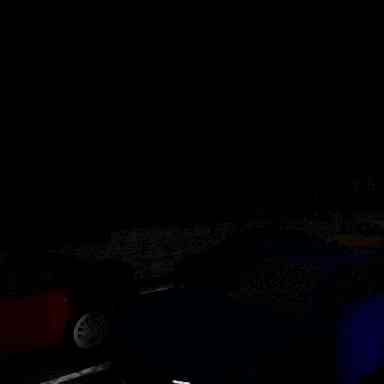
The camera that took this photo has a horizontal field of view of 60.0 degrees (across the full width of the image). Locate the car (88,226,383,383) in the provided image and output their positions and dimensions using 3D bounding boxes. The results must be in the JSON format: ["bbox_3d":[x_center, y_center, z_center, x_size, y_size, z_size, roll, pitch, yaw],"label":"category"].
[{"bbox_3d":[1.447,1.477,4.415,5.008,1.535,1.882,0,0,-36],"label":"car"}]

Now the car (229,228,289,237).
[{"bbox_3d":[1.650,1.566,7.837,4.313,1.339,1.947,0,0,-36],"label":"car"}]

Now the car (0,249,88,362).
[{"bbox_3d":[-2.932,1.545,4.555,4.507,1.381,1.887,0,0,-36],"label":"car"}]

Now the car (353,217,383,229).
[{"bbox_3d":[6.094,1.526,11.021,4.829,1.417,1.752,0,0,-36],"label":"car"}]
